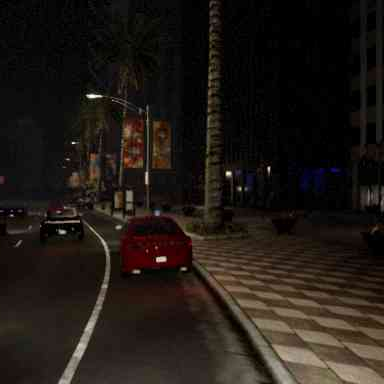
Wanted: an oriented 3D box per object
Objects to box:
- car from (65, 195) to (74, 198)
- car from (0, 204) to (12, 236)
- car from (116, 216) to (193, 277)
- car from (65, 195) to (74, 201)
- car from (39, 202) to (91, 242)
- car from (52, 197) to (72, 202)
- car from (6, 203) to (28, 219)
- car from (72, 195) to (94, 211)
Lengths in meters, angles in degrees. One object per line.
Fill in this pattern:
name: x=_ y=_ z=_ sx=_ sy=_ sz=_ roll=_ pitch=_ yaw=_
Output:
car: x=-24.412 y=1.335 z=67.836 sx=2.185 sy=1.767 sz=4.553 roll=0 pitch=0 yaw=-23
car: x=-9.711 y=1.518 z=15.216 sx=1.812 sy=1.442 sz=4.674 roll=0 pitch=0 yaw=-22
car: x=-1.321 y=1.477 z=10.433 sx=1.882 sy=1.535 sz=5.008 roll=0 pitch=0 yaw=-13
car: x=-32.534 y=1.487 z=88.208 sx=2.161 sy=1.482 sz=4.786 roll=0 pitch=0 yaw=-23
car: x=-6.426 y=1.488 z=16.427 sx=2.128 sy=1.511 sz=4.902 roll=0 pitch=0 yaw=-22
car: x=-12.224 y=1.516 z=30.403 sx=1.812 sy=1.442 sz=4.674 roll=0 pitch=0 yaw=-22
car: x=-15.360 y=1.588 z=28.818 sx=1.895 sy=1.301 sz=4.718 roll=0 pitch=0 yaw=-22
car: x=-13.162 y=1.471 z=40.701 sx=2.231 sy=1.521 sz=4.892 roll=0 pitch=0 yaw=-23
